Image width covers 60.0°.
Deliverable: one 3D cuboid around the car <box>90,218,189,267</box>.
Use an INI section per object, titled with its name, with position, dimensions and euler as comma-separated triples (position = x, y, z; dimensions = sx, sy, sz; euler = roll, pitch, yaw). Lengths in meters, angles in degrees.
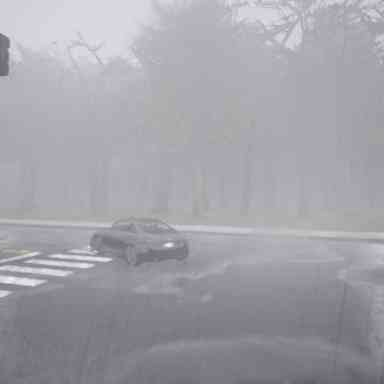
[car]
position = -1.950, 1.587, 11.695
dimensions = 1.994, 1.385, 4.181
euler = 1, -1, -38
